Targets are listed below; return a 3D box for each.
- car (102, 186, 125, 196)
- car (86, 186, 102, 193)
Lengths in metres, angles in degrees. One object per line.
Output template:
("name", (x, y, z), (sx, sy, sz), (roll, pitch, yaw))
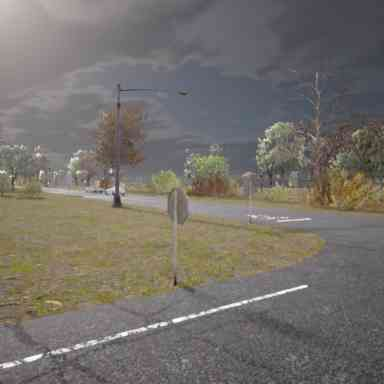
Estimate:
("car", (-12.016, -0.206, 52.033), (1.812, 1.442, 4.674), (0, 2, -36))
("car", (-17.607, -0.440, 59.867), (1.895, 1.301, 4.718), (0, 2, -36))
